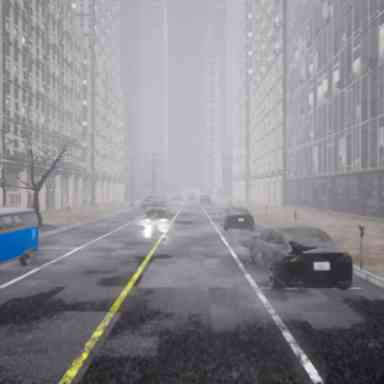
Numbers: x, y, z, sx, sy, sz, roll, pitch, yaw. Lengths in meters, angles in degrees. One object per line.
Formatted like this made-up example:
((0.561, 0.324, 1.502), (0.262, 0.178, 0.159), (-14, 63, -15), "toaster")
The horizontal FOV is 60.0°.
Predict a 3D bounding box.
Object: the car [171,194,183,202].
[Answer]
((-2.997, 1.264, 71.591), (2.097, 1.767, 4.553), (0, 0, 0), "car")

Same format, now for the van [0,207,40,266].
((-5.695, 1.343, 8.968), (1.690, 1.788, 3.998), (0, 0, 0), "van")

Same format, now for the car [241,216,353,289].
((2.687, 1.568, 8.963), (1.947, 1.339, 4.313), (0, 0, 0), "car")

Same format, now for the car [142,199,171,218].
((-3.098, 1.601, 30.625), (1.895, 1.301, 4.718), (0, 0, 0), "car")

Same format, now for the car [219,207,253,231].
((2.687, 1.568, 20.360), (1.947, 1.339, 4.313), (0, 0, 0), "car")

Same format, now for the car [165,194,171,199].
((-5.690, 1.410, 65.950), (1.967, 1.590, 4.097), (0, 0, 0), "car")

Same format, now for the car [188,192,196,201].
((0.004, 1.346, 78.508), (2.128, 1.511, 4.902), (0, 0, 0), "car")

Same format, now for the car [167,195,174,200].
((-5.688, 1.458, 88.573), (1.752, 1.417, 4.829), (0, 0, 0), "car")

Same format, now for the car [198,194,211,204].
((2.390, 1.332, 60.450), (2.097, 1.767, 4.553), (0, 0, 0), "car")

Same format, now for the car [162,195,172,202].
((-5.689, 1.504, 77.347), (2.008, 1.369, 4.403), (0, 0, 0), "car")

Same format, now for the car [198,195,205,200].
((2.693, 1.471, 94.442), (2.008, 1.369, 4.403), (0, 0, 0), "car")

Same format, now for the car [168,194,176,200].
((-5.688, 1.361, 94.444), (1.967, 1.590, 4.097), (0, 0, 0), "car")

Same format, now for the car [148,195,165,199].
((-5.692, 1.304, 48.855), (2.192, 1.841, 5.009), (0, 0, 0), "car")

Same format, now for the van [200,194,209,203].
((2.691, 1.302, 71.645), (1.690, 1.788, 3.998), (0, 0, 0), "van")

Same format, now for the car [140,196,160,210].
((-5.691, 1.539, 43.157), (1.887, 1.381, 4.507), (0, 0, 0), "car")
